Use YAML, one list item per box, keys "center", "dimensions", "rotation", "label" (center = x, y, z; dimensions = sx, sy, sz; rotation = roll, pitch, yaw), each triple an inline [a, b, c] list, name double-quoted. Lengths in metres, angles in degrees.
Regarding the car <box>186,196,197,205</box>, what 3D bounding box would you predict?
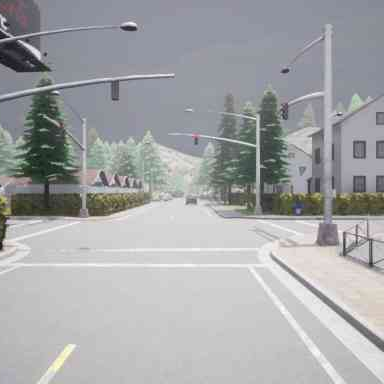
- center: [-0.089, 1.505, 59.293]
  dimensions: [1.837, 1.490, 4.892]
  rotation: [0, 0, 0]
  label: "car"
